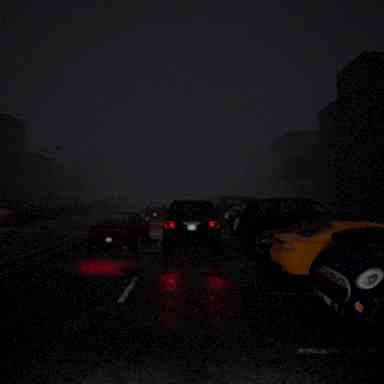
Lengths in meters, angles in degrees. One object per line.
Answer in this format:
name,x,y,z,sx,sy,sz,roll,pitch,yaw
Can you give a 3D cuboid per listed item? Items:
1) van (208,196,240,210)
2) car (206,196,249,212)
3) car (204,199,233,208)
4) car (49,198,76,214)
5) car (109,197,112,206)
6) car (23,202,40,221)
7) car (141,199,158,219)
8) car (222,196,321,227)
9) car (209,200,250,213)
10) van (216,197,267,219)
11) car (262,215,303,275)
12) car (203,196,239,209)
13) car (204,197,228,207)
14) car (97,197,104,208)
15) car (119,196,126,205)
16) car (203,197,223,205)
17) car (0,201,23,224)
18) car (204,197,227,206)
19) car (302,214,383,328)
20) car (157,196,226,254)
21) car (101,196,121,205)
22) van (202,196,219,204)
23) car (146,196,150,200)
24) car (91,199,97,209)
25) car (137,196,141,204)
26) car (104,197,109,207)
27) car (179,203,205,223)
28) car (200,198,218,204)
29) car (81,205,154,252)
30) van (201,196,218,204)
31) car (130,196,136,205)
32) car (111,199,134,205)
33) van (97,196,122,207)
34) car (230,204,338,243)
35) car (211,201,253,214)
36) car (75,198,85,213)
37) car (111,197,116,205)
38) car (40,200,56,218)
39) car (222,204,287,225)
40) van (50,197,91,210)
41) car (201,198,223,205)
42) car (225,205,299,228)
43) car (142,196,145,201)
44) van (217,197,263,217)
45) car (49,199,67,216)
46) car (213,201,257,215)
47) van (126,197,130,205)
van,4.581,1.622,47.840,4.442,1.987,1.878,0,-1,0
car,4.670,1.567,45.063,5.566,2.045,2.435,0,-1,0
car,4.689,1.976,58.953,4.892,1.521,2.231,0,-1,0
car,-15.479,1.741,35.561,4.892,1.521,2.231,0,-1,0
car,-15.531,1.943,52.102,4.792,1.488,2.163,0,-1,0
car,-15.445,1.542,27.291,4.553,1.767,2.185,0,0,0
car,-3.003,1.677,29.489,1.882,1.535,5.008,0,0,0
car,4.676,1.361,20.176,5.566,2.045,2.435,0,0,0
car,4.693,1.793,42.280,4.892,1.521,2.231,0,-1,0
van,4.585,1.466,31.168,4.442,1.987,1.878,0,-1,0
car,4.702,1.544,9.058,5.008,1.535,2.097,0,0,0
car,4.668,1.657,53.398,5.566,2.045,2.435,0,-1,0
car,4.662,1.919,64.512,4.553,1.767,2.185,0,-1,0
car,-15.682,1.848,46.588,5.366,1.575,1.946,0,-1,0
car,-15.539,1.763,60.375,5.566,2.045,2.435,0,-1,0
car,4.722,2.072,75.628,4.553,1.767,2.185,0,-1,0
car,-15.505,1.521,24.533,4.553,1.767,2.185,0,0,0
car,4.662,1.956,67.292,4.553,1.767,2.185,0,-1,0
car,4.739,1.401,6.155,4.553,1.767,2.185,0,0,0
car,-0.003,1.311,14.006,2.150,2.045,5.566,0,0,0
car,-15.513,1.979,57.616,5.008,1.535,2.097,0,-1,0
van,4.804,2.133,86.745,4.442,1.987,1.878,0,-1,0
car,-15.573,2.239,93.464,5.566,2.045,2.435,0,-1,0
car,-15.491,1.861,43.830,4.674,1.452,2.002,0,-1,0
car,-15.536,2.287,79.671,5.008,1.535,2.097,0,-1,0
car,-15.493,1.882,49.344,4.892,1.521,2.231,0,-1,0
car,-0.007,1.743,29.002,2.033,1.411,5.357,0,0,0
car,4.680,2.438,92.300,4.892,1.521,2.231,0,-1,0
car,-2.999,1.575,14.478,1.882,1.535,5.008,0,0,0
van,4.804,2.172,89.524,4.442,1.987,1.878,0,-1,0
car,-15.337,2.162,71.400,5.366,1.575,1.946,0,-1,0
car,-15.523,2.245,74.157,4.674,1.452,2.002,0,-1,0
van,-15.630,1.825,63.133,4.442,1.987,1.878,0,-1,0
car,4.891,1.590,17.270,5.366,1.575,1.946,0,0,0
car,4.670,1.794,39.502,4.792,1.488,2.163,0,-1,0
car,-15.482,1.767,38.316,4.892,1.521,2.231,0,-1,0
car,-15.508,1.986,54.858,4.674,1.452,2.002,0,-1,0
car,-15.473,1.692,30.046,4.892,1.521,2.231,0,0,0
car,4.701,1.690,25.607,4.674,1.452,2.002,0,0,0
van,-15.373,1.569,41.200,4.442,1.987,1.878,0,-1,0
car,4.685,2.238,78.405,5.008,1.535,2.097,0,-1,0
car,4.701,1.670,22.893,4.674,1.452,2.002,0,0,0
car,-15.565,2.118,85.190,5.566,2.045,2.435,0,-1,0
van,4.818,1.490,33.945,4.442,1.987,1.878,0,-1,0
car,-15.476,1.716,32.804,4.892,1.521,2.231,0,0,0
car,4.698,1.781,36.848,4.674,1.452,2.002,0,0,0
van,-15.636,1.899,68.645,4.442,1.987,1.878,0,-1,0
